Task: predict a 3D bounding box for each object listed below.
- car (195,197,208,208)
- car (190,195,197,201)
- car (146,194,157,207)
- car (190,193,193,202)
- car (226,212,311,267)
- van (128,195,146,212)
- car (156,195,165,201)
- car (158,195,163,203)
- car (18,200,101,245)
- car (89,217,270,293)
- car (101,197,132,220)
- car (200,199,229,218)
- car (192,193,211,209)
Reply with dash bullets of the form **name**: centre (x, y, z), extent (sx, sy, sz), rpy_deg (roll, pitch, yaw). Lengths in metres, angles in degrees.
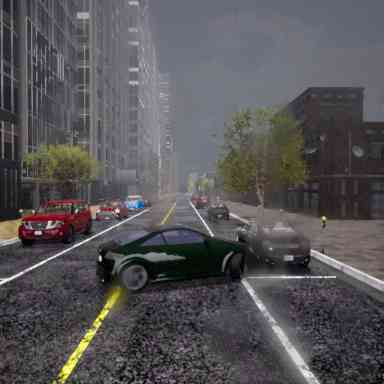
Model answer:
- **car**: centre (1.394, 1.509, 50.056), extent (1.752, 1.417, 4.829), rpy_deg (-1, 0, -1)
- **car**: centre (0.379, 1.551, 88.614), extent (1.802, 1.307, 4.206), rpy_deg (-1, 0, -1)
- **car**: centre (-6.982, 1.299, 49.675), extent (2.192, 1.841, 5.009), rpy_deg (-1, 0, -1)
- **car**: centre (0.812, 1.291, 72.017), extent (2.192, 1.841, 5.009), rpy_deg (-1, 0, -1)
- **car**: centre (2.549, 1.548, 11.161), extent (2.008, 1.369, 4.403), rpy_deg (-1, 0, -1)
- **van**: centre (-6.690, 1.329, 38.609), extent (1.690, 1.788, 3.998), rpy_deg (-1, 0, -1)
- **car**: centre (-7.850, 1.497, 82.703), extent (1.752, 1.417, 4.829), rpy_deg (-1, 0, -1)
- **car**: centre (-7.416, 1.522, 66.274), extent (1.887, 1.381, 4.507), rpy_deg (-1, 0, -1)
- **car**: centre (-6.190, 1.310, 15.748), extent (2.192, 1.841, 5.009), rpy_deg (-1, 0, -1)
- **car**: centre (-0.352, 1.557, 8.748), extent (4.181, 1.385, 1.994), rpy_deg (0, 0, -24)
- **car**: centre (-6.390, 1.432, 26.816), extent (1.967, 1.590, 4.097), rpy_deg (-1, 0, -1)
- **car**: centre (2.013, 1.543, 27.021), extent (2.008, 1.369, 4.403), rpy_deg (-1, 0, -1)
- **car**: centre (1.541, 1.301, 44.353), extent (2.192, 1.841, 5.009), rpy_deg (-1, 0, -1)
